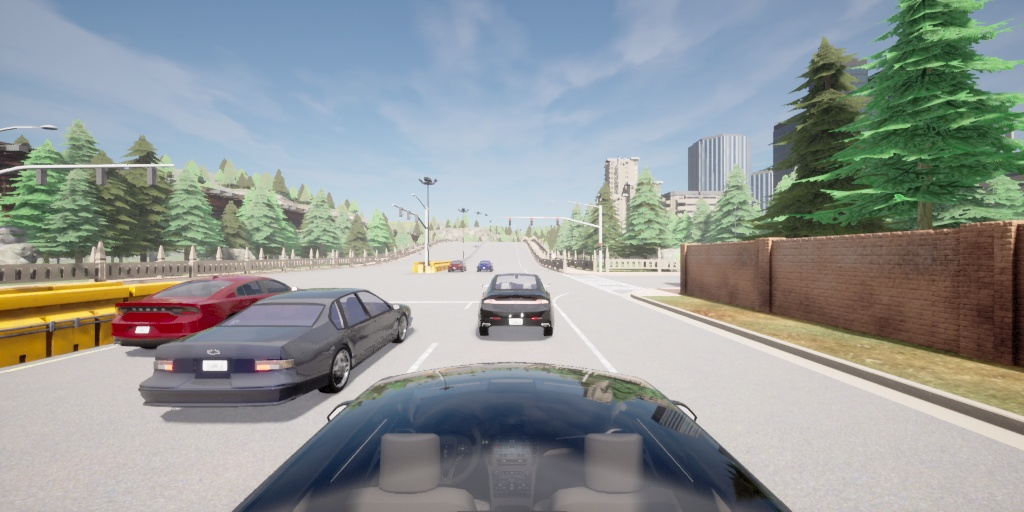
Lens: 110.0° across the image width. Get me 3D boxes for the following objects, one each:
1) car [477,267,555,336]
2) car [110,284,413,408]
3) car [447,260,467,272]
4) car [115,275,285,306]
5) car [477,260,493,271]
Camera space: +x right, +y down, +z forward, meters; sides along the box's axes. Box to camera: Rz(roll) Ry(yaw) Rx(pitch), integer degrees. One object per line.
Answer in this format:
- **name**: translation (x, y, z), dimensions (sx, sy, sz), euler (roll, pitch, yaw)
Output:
- **car**: translation (0.130, 1.242, 10.353), dimensions (2.128, 1.511, 4.902), euler (0, 0, 1)
- **car**: translation (-3.398, 1.297, 6.607), dimensions (2.033, 1.411, 5.357), euler (0, 0, 0)
- **car**: translation (-6.887, 1.276, 45.307), dimensions (1.812, 1.442, 4.674), euler (0, 0, 0)
- **car**: translation (-6.898, 1.228, 9.171), dimensions (1.882, 1.535, 5.008), euler (0, 0, 0)
- **car**: translation (-3.391, 1.276, 45.713), dimensions (1.812, 1.442, 4.674), euler (0, 0, 0)
